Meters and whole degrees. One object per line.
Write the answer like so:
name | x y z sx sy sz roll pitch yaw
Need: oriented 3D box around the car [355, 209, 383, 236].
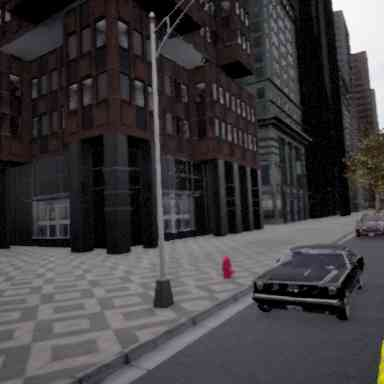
car | 13.771 2.472 25.323 2.097 1.767 4.553 -6 -5 32

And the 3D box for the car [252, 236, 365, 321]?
car | 3.182 2.072 8.501 1.895 1.301 4.718 -6 -5 32
